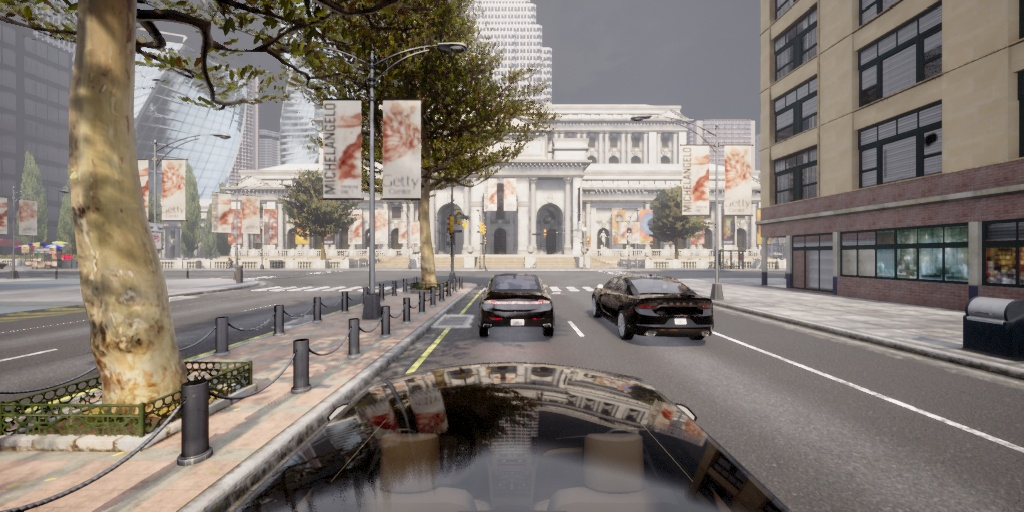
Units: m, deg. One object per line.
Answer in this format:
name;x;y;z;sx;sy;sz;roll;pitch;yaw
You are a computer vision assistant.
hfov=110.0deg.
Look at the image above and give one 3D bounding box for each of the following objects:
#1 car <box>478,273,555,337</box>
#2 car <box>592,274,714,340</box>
car;0.080;1.241;10.286;2.128;1.511;4.902;0;0;-1
car;3.564;1.228;10.019;1.882;1.535;5.008;0;0;0
